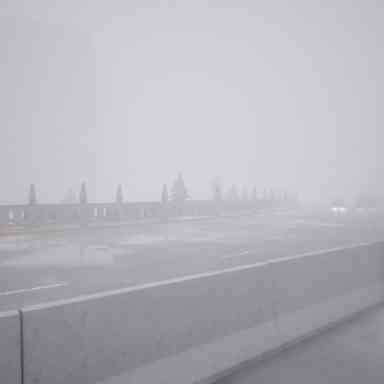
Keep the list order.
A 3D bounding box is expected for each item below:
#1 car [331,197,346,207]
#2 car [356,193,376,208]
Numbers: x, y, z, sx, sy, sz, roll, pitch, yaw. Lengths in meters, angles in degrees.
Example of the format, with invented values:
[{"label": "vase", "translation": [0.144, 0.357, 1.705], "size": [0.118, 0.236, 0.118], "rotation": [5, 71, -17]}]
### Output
[{"label": "car", "translation": [22.004, 1.485, 50.043], "size": [2.128, 1.511, 4.902], "rotation": [0, 0, 21]}, {"label": "car", "translation": [24.945, 1.214, 47.935], "size": [2.150, 2.045, 5.566], "rotation": [0, 0, 21]}]
